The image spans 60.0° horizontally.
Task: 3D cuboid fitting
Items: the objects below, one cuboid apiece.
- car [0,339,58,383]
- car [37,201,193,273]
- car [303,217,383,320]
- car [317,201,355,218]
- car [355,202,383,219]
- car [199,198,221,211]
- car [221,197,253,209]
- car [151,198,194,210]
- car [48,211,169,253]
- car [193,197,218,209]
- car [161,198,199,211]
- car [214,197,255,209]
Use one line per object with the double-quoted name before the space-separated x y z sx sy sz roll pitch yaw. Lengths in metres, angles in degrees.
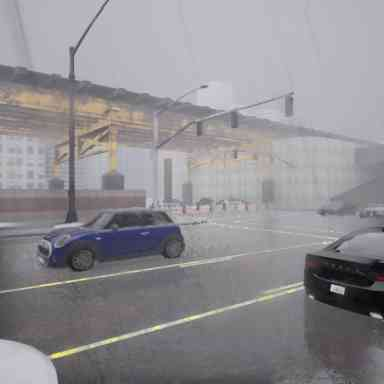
"car" -3.081 1.526 1.541 4.674 1.442 1.812 0 0 -36
"car" -2.502 1.352 10.854 4.553 1.767 2.097 0 0 -36
"car" 4.446 1.478 7.010 5.008 1.535 1.882 0 0 -36
"car" 13.527 1.547 30.717 2.033 1.411 5.357 0 0 44
"car" 15.351 1.564 27.500 1.994 1.385 4.181 0 0 42
"car" 1.685 1.453 39.925 2.038 1.542 4.974 0 0 18
"car" 5.513 1.295 43.710 4.536 1.218 1.853 0 0 -7
"car" -2.089 1.295 37.216 4.536 1.218 1.853 0 0 8
"car" -3.511 1.601 14.409 4.718 1.301 1.895 0 0 -36
"car" 1.701 1.295 39.975 1.853 1.218 4.536 0 0 18
"car" -2.038 1.453 37.209 4.974 1.542 2.038 0 0 8
"car" 5.565 1.452 43.717 4.974 1.542 2.038 0 0 -7
